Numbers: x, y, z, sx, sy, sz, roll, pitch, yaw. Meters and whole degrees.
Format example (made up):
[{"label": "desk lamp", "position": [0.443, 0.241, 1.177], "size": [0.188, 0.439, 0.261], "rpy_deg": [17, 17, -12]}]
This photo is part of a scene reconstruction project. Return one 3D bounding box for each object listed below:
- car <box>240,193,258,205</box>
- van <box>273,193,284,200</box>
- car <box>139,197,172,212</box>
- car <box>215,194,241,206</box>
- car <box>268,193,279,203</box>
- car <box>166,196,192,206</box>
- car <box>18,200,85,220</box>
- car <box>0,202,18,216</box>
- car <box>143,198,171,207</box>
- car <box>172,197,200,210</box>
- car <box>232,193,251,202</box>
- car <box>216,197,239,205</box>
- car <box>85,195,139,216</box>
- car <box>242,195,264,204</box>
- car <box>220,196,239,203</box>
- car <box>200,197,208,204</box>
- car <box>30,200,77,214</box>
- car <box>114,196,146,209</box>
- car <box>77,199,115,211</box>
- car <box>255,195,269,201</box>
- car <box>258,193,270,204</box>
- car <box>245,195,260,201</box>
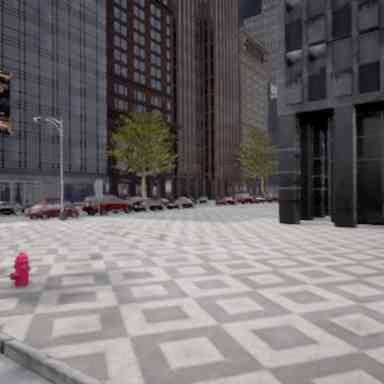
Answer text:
[{"label": "car", "position": [8.273, 1.156, 54.031], "size": [2.192, 1.841, 5.009], "rpy_deg": [-1, 0, 35]}, {"label": "van", "position": [23.681, 1.216, 91.370], "size": [1.690, 1.788, 3.998], "rpy_deg": [-1, 0, 35]}, {"label": "car", "position": [-4.535, 1.460, 35.465], "size": [1.947, 1.339, 4.313], "rpy_deg": [0, 0, 35]}, {"label": "car", "position": [5.072, 1.396, 49.388], "size": [1.887, 1.381, 4.507], "rpy_deg": [-1, 0, 35]}, {"label": "car", "position": [14.678, 1.137, 63.312], "size": [2.192, 1.841, 5.009], "rpy_deg": [-1, 0, 35]}, {"label": "car", "position": [-2.037, 1.457, 54.095], "size": [1.752, 1.417, 4.829], "rpy_deg": [0, 0, 35]}, {"label": "car", "position": [-10.940, 1.512, 26.183], "size": [1.802, 1.307, 4.206], "rpy_deg": [0, 0, 35]}, {"label": "car", "position": [-17.955, 1.576, 31.026], "size": [1.947, 1.339, 4.313], "rpy_deg": [0, 0, 35]}, {"label": "car", "position": [-5.143, 1.526, 49.593], "size": [1.802, 1.307, 4.206], "rpy_deg": [0, 0, 35]}, {"label": "car", "position": [-1.333, 1.444, 40.106], "size": [1.947, 1.339, 4.313], "rpy_deg": [0, 0, 35]}, {"label": "car", "position": [10.870, 1.208, 72.803], "size": [2.192, 1.841, 5.009], "rpy_deg": [-1, 0, 35]}, {"label": "car", "position": [5.926, 1.467, 55.154], "size": [1.895, 1.301, 4.718], "rpy_deg": [-1, 0, 34]}, {"label": "car", "position": [-7.739, 1.226, 30.825], "size": [2.192, 1.841, 5.009], "rpy_deg": [0, 0, 35]}, {"label": "car", "position": [11.601, 1.396, 63.376], "size": [2.033, 1.411, 5.357], "rpy_deg": [-1, 0, 35]}, {"label": "car", "position": [7.668, 1.446, 68.160], "size": [1.887, 1.381, 4.507], "rpy_deg": [-1, 0, 35]}, {"label": "car", "position": [1.262, 1.487, 58.877], "size": [1.947, 1.339, 4.313], "rpy_deg": [-1, 0, 35]}, {"label": "car", "position": [-14.752, 1.556, 35.669], "size": [1.947, 1.339, 4.313], "rpy_deg": [0, 0, 35]}, {"label": "car", "position": [-8.348, 1.398, 44.952], "size": [1.967, 1.590, 4.097], "rpy_deg": [0, 0, 35]}, {"label": "car", "position": [-11.549, 1.556, 40.310], "size": [1.802, 1.307, 4.206], "rpy_deg": [0, 0, 35]}, {"label": "car", "position": [17.277, 1.458, 82.084], "size": [1.802, 1.307, 4.206], "rpy_deg": [-1, 0, 35]}, {"label": "car", "position": [11.477, 1.397, 58.670], "size": [1.947, 1.339, 4.313], "rpy_deg": [-1, 0, 35]}, {"label": "car", "position": [14.075, 1.449, 77.444], "size": [1.947, 1.339, 4.313], "rpy_deg": [-1, 0, 35]}]
